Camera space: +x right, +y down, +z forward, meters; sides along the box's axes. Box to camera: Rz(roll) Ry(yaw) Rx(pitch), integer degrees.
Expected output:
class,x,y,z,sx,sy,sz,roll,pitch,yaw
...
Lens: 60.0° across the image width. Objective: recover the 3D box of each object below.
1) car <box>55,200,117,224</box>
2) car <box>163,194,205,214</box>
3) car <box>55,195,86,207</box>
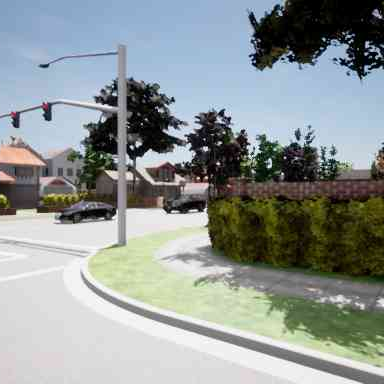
class,x,y,z,sx,sy,sz,roll,pitch,yaw
car,-7.971,1.500,25.263,2.128,1.511,4.902,0,0,35
car,-0.715,1.227,35.634,2.150,2.045,5.566,0,0,35
car,-15.856,1.182,43.284,3.806,1.475,1.970,0,0,36
